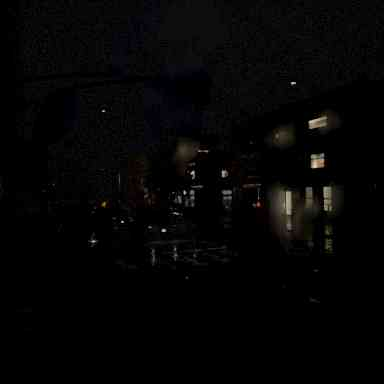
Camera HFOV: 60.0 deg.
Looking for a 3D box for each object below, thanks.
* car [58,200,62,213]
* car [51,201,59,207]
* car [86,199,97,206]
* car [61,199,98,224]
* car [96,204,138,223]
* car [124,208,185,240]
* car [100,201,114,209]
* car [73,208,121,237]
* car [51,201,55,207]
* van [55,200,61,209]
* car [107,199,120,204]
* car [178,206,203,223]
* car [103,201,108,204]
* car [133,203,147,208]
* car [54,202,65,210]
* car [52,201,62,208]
[{"bbox_3d":[-14.792,2.150,40.422,1.967,1.590,4.097,-2,0,-24],"label":"car"},{"bbox_3d":[-35.505,3.024,86.329,1.752,1.417,4.829,-2,0,-24],"label":"car"},{"bbox_3d":[-25.662,2.646,84.881,2.192,1.841,5.009,-2,0,-24],"label":"car"},{"bbox_3d":[-10.323,1.851,30.298,2.192,1.841,5.009,-2,0,-24],"label":"car"},{"bbox_3d":[-6.573,2.008,28.572,2.033,1.411,5.357,-1,-1,-24],"label":"car"},{"bbox_3d":[-2.292,1.861,19.104,1.994,1.385,4.181,-1,-1,-25],"label":"car"},{"bbox_3d":[-16.616,2.512,64.860,1.752,1.417,4.829,-2,0,-24],"label":"car"},{"bbox_3d":[-6.086,1.940,20.861,1.947,1.339,4.313,-2,0,-24],"label":"car"},{"bbox_3d":[-24.193,2.383,61.266,2.192,1.841,5.009,-2,0,-24],"label":"car"},{"bbox_3d":[-19.638,2.236,51.178,1.690,1.788,3.998,-2,0,-24],"label":"van"},{"bbox_3d":[-14.276,2.212,59.662,2.192,1.841,5.009,-2,0,-24],"label":"car"},{"bbox_3d":[-0.487,1.925,29.454,2.008,1.369,4.403,-2,0,-24],"label":"car"},{"bbox_3d":[-11.748,2.161,40.067,1.837,1.490,4.892,-1,0,-24],"label":"car"},{"bbox_3d":[-7.124,2.176,43.865,2.008,1.369,4.403,-2,0,-24],"label":"car"},{"bbox_3d":[-26.395,2.677,66.154,1.752,1.417,4.829,-2,0,-24],"label":"car"},{"bbox_3d":[-31.019,2.872,76.396,1.887,1.381,4.507,-2,0,-24],"label":"car"}]
